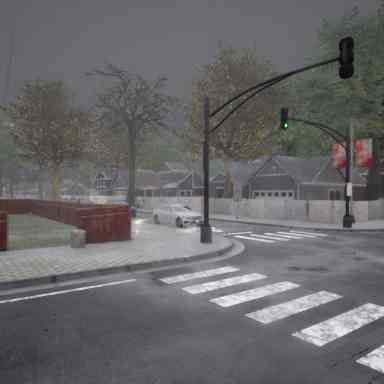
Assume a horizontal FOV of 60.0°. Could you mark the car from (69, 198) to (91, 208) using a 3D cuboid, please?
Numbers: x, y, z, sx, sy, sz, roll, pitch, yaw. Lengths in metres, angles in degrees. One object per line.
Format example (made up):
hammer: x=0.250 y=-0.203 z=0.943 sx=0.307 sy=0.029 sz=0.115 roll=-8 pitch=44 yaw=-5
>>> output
car: x=-16.733 y=1.654 z=49.588 sx=1.994 sy=1.385 sz=4.181 roll=0 pitch=0 yaw=-35

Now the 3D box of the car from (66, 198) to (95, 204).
car: x=-12.849 y=1.530 z=39.182 sx=1.882 sy=1.535 sz=5.008 roll=0 pitch=0 yaw=-35

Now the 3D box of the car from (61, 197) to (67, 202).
car: x=-22.394 y=1.601 z=57.395 sx=2.128 sy=1.511 sz=4.902 roll=0 pitch=0 yaw=-36

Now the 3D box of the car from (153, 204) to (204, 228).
car: x=-1.022 y=1.547 z=22.634 sx=1.812 sy=1.442 sz=4.674 roll=0 pitch=0 yaw=-36

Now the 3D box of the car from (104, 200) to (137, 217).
car: x=-6.861 y=1.513 z=30.802 sx=1.882 sy=1.535 sz=5.008 roll=0 pitch=0 yaw=-36
